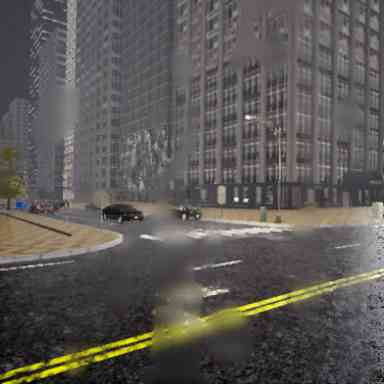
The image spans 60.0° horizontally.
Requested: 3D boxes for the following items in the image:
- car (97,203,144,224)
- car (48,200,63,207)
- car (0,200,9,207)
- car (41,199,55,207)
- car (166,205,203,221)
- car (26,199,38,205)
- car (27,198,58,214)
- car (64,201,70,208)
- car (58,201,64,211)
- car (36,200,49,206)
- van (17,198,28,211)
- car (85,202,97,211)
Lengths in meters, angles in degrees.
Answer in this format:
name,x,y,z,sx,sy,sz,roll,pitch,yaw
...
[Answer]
name,x,y,z,sx,sy,sz,roll,pitch,yaw
car,-5.722,1.690,27.281,1.882,1.535,5.008,1,-1,-36
car,-27.563,2.343,66.882,1.802,1.307,4.206,1,-1,-36
car,-37.658,2.239,66.485,1.802,1.307,4.206,1,-1,-36
car,-30.896,2.256,71.436,1.967,1.590,4.097,1,-1,-36
car,-0.787,1.871,30.544,2.008,1.369,4.403,1,-1,-36
car,-40.899,2.545,85.091,1.947,1.339,4.313,1,-1,-36
car,-17.658,1.768,39.181,1.967,1.590,4.097,1,-1,-36
car,-24.228,2.272,62.330,1.947,1.339,4.313,1,-1,-36
car,-20.424,2.007,47.422,2.033,1.411,5.357,1,-1,-36
car,-34.231,2.436,75.986,1.947,1.339,4.313,1,-1,-36
van,-24.325,1.780,48.283,1.690,1.788,3.998,1,-1,-36
car,-14.226,2.107,48.674,1.947,1.339,4.313,1,-1,-36
